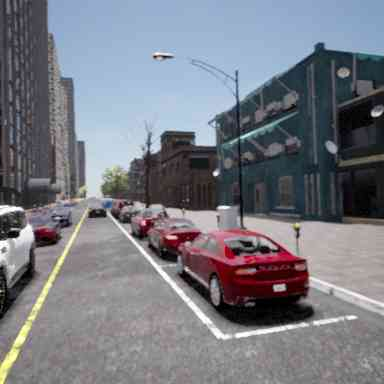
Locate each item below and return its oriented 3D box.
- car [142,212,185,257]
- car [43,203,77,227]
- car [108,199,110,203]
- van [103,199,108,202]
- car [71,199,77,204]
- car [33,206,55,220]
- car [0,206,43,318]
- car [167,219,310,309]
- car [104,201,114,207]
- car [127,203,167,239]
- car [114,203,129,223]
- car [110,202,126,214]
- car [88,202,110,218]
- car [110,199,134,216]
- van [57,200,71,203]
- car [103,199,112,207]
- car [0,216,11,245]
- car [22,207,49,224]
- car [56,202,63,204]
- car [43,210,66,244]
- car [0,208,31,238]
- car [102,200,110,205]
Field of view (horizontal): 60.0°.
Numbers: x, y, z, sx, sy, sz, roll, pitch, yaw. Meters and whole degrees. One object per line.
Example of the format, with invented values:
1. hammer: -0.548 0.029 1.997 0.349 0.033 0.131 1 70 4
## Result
1. car: -0.690 1.679 13.200 1.802 1.307 4.206 -1 -1 -16
2. car: -10.811 1.980 27.034 2.128 1.511 4.902 -1 0 -16
3. car: -8.551 1.841 39.799 2.192 1.841 5.009 -1 -1 -16
4. van: -16.408 2.267 66.391 1.690 1.788 3.998 -1 -1 -16
5. car: -30.724 3.014 85.284 1.802 1.307 4.206 -1 -1 -16
6. car: -16.581 2.308 37.418 1.802 1.307 4.206 -1 -1 -16
7. car: -5.110 1.393 7.667 2.150 2.045 5.566 -1 0 -17
8. car: 0.880 1.554 7.883 1.887 1.381 4.507 -1 -1 -16
9. car: -17.976 2.569 71.707 1.947 1.339 4.313 -1 -1 -16
10. car: -2.265 1.625 18.522 1.967 1.590 4.097 -1 -1 -16
11. car: -5.405 1.908 29.157 2.008 1.369 4.403 -1 -1 -16
12. car: -10.167 2.135 45.278 1.752 1.417 4.829 -1 -1 -16
13. car: -10.605 2.128 37.439 1.994 1.385 4.181 -1 0 -16
14. car: -6.979 1.757 34.478 2.192 1.841 5.009 -1 -1 -16
15. van: -22.870 2.389 58.696 1.690 1.788 3.998 -1 -1 -16
16. car: -19.549 2.520 77.027 1.967 1.590 4.097 -1 -1 -16
17. car: -10.296 1.967 16.143 1.802 1.307 4.206 -1 -1 -16
18. car: -15.009 2.224 32.097 1.802 1.307 4.206 -1 -1 -16
19. car: -18.153 2.353 42.737 1.887 1.381 4.507 -1 -1 -16
20. car: -7.948 1.895 17.311 1.994 1.385 4.181 -1 0 -16
21. car: -11.869 1.912 21.463 1.967 1.590 4.097 -1 -1 -16
22. car: -22.691 2.777 87.664 1.887 1.381 4.507 -1 -1 -16
